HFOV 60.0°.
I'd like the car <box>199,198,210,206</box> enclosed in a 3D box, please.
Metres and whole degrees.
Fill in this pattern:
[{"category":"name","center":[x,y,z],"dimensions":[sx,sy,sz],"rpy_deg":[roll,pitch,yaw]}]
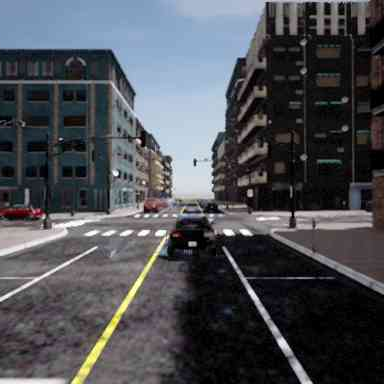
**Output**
[{"category":"car","center":[2.559,2.127,55.720],"dimensions":[1.802,1.307,4.206],"rpy_deg":[0,-1,0]}]

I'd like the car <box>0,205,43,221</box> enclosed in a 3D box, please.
[{"category":"car","center":[-16.920,1.962,32.453],"dimensions":[4.097,1.590,1.967],"rpy_deg":[-1,0,0]}]

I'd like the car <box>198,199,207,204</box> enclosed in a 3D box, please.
[{"category":"car","center":[2.556,2.354,83.480],"dimensions":[2.008,1.369,4.403],"rpy_deg":[0,-1,0]}]

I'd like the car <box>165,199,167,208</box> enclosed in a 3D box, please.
[{"category":"car","center":[-5.321,2.037,50.167],"dimensions":[1.887,1.381,4.507],"rpy_deg":[0,-1,0]}]

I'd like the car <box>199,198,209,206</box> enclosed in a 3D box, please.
[{"category":"car","center":[2.557,2.141,72.377],"dimensions":[1.967,1.590,4.097],"rpy_deg":[0,-1,0]}]

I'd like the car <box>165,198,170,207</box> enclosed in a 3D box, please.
[{"category":"car","center":[-5.322,2.142,61.271],"dimensions":[1.887,1.381,4.507],"rpy_deg":[0,-1,0]}]

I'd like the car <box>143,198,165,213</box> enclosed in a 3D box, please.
[{"category":"car","center":[-5.320,1.755,44.618],"dimensions":[2.192,1.841,5.009],"rpy_deg":[0,-1,0]}]

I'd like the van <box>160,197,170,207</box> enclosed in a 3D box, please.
[{"category":"van","center":[-5.322,1.990,66.825],"dimensions":[1.690,1.788,3.998],"rpy_deg":[0,-1,0]}]

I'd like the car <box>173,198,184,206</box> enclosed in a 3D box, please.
[{"category":"car","center":[-2.764,2.011,67.733],"dimensions":[2.097,1.767,4.553],"rpy_deg":[0,-1,0]}]

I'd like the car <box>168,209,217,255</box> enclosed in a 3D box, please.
[{"category":"car","center":[0.005,1.666,13.897],"dimensions":[1.812,1.442,4.674],"rpy_deg":[0,0,0]}]

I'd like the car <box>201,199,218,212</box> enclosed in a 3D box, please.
[{"category":"car","center":[2.560,2.006,44.617],"dimensions":[1.947,1.339,4.313],"rpy_deg":[0,-1,0]}]
